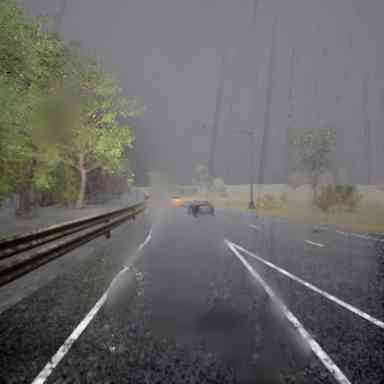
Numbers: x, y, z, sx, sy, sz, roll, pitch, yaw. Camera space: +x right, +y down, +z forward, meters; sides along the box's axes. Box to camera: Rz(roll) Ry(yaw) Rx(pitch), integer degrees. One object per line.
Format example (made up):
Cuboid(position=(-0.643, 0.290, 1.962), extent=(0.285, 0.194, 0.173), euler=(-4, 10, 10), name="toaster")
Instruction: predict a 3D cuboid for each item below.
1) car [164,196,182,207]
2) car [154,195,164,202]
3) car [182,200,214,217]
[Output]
Cuboid(position=(-2.644, 1.391, 51.701), extent=(2.097, 1.767, 4.553), euler=(0, 0, -9), name="car")
Cuboid(position=(-7.523, 1.543, 81.432), extent=(1.882, 1.535, 5.008), euler=(0, 0, -9), name="car")
Cuboid(position=(0.748, 1.498, 31.073), extent=(2.128, 1.511, 4.902), euler=(0, 0, -9), name="car")
